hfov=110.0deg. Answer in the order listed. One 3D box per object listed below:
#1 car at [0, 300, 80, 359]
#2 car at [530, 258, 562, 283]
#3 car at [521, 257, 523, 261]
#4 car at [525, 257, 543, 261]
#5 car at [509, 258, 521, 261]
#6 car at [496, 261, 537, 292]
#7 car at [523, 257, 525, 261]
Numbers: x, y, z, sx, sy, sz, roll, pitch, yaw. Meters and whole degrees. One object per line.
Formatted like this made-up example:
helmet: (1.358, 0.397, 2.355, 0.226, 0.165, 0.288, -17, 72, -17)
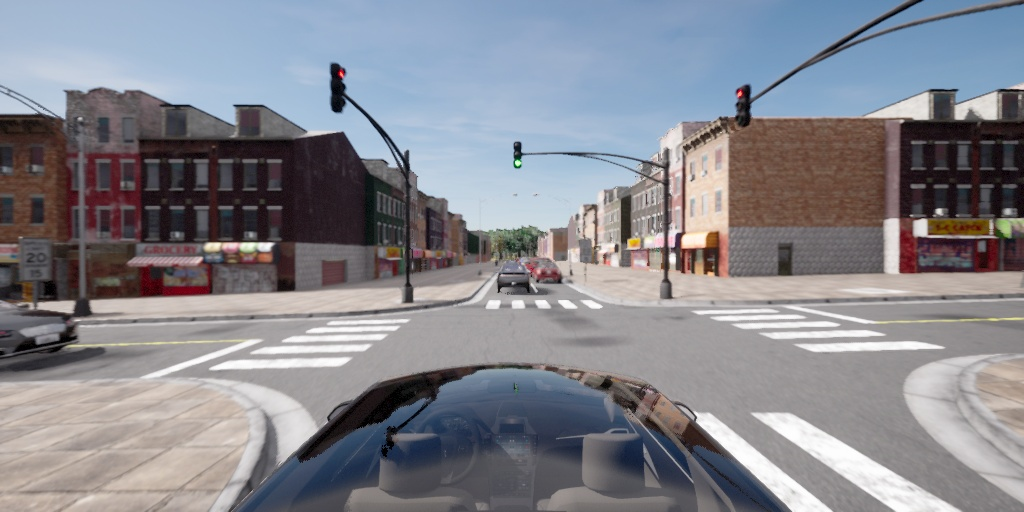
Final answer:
car: (-12.269, 1.566, 7.576, 4.902, 1.511, 2.128, -2, 0, 0)
car: (2.629, 1.185, 27.410, 1.967, 1.591, 4.097, 0, 0, 0)
car: (2.622, 1.210, 49.019, 1.967, 1.591, 4.097, 0, 0, 0)
car: (2.628, 1.064, 32.812, 2.192, 1.841, 5.009, 0, 0, 0)
car: (-0.016, 1.342, 52.965, 1.994, 1.385, 4.181, 0, 0, 0)
car: (0.093, 1.233, 21.005, 2.128, 1.511, 4.902, 0, 0, 0)
car: (2.626, 1.069, 38.215, 2.192, 1.841, 5.009, 0, 0, 0)
